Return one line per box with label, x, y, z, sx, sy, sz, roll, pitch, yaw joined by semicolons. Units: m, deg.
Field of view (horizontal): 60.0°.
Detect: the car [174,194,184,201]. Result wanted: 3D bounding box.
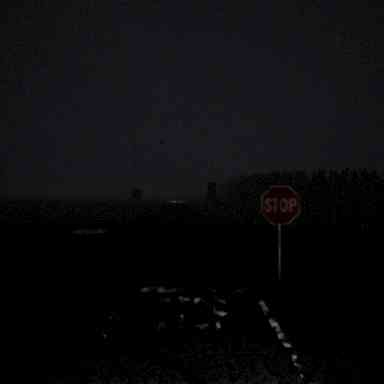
car;-2.722;1.101;68.667;2.033;1.411;5.357;0;0;0
